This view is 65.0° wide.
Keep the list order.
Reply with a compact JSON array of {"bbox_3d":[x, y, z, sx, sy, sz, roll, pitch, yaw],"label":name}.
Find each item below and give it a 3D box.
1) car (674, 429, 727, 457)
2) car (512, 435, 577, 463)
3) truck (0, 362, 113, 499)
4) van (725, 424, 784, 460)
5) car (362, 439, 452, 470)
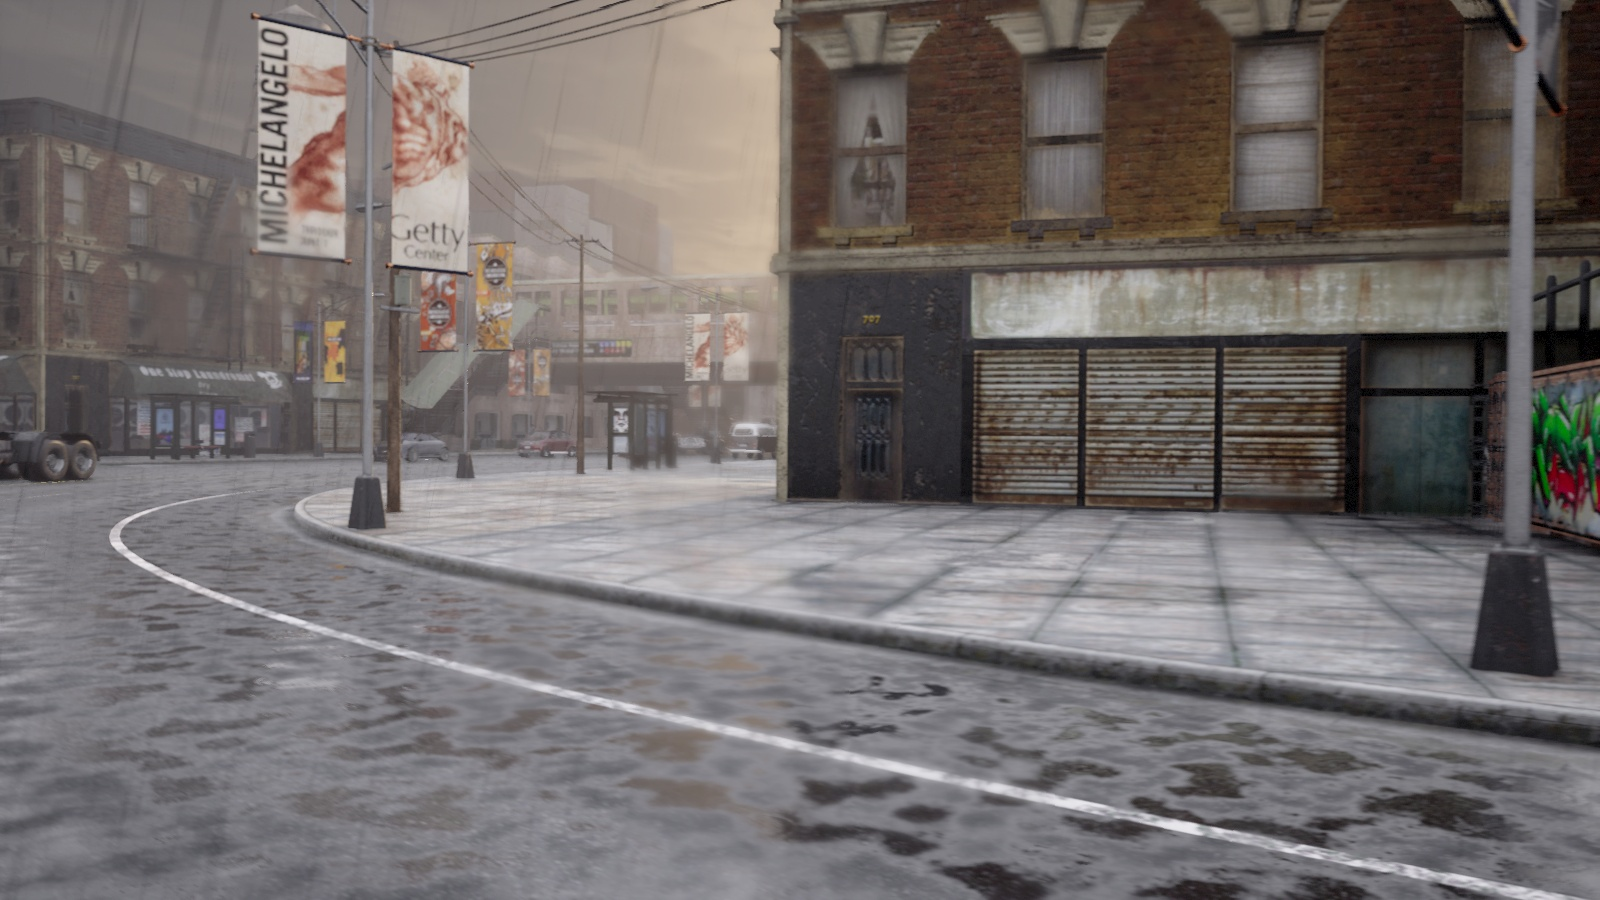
[{"bbox_3d":[-6.657,-0.485,84.453,1.932,1.855,4.605,0,1,18],"label":"car"},{"bbox_3d":[-14.410,-0.083,70.993,1.789,1.549,3.705,0,1,24],"label":"car"},{"bbox_3d":[-21.566,-0.483,32.312,2.891,3.462,7.936,0,1,5],"label":"truck"},{"bbox_3d":[-2.627,-0.477,73.945,2.069,2.038,4.480,0,1,17],"label":"van"},{"bbox_3d":[-18.378,0.193,58.873,1.994,1.385,4.181,0,1,17],"label":"car"}]
